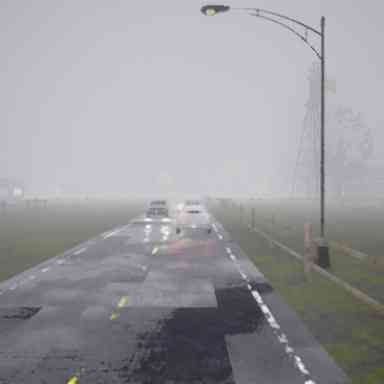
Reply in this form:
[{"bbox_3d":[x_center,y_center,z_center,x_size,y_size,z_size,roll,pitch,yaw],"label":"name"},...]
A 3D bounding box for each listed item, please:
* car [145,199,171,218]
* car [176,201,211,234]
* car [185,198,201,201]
[{"bbox_3d":[-2.855,1.362,28.953,1.837,1.490,4.892,0,0,0],"label":"car"},{"bbox_3d":[0.088,1.436,18.510,1.812,1.442,4.674,0,0,0],"label":"car"},{"bbox_3d":[0.084,1.381,36.815,1.994,1.385,4.181,0,0,0],"label":"car"}]
